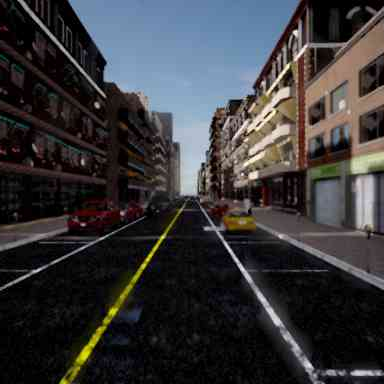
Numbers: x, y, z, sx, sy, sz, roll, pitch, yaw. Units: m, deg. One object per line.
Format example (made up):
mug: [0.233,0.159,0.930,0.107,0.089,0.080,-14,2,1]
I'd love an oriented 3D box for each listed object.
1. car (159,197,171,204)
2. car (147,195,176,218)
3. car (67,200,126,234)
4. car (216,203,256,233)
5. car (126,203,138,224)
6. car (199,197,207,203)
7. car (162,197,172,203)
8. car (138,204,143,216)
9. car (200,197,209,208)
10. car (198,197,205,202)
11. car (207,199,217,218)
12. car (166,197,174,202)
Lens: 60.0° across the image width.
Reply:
car: [-5.693,1.852,70.628,2.008,1.369,4.403,0,0,0]
car: [-3.002,1.361,32.086,2.150,2.045,5.566,0,0,0]
car: [-5.689,1.402,19.904,2.192,1.841,5.009,0,0,0]
car: [2.690,1.613,20.069,1.752,1.417,4.829,0,0,0]
car: [-5.691,1.552,25.539,1.967,1.590,4.097,0,0,0]
car: [2.688,1.913,81.897,1.947,1.339,4.313,0,0,0]
car: [-5.693,1.875,76.265,2.008,1.369,4.403,0,0,0]
car: [-5.691,1.680,31.176,1.887,1.381,4.507,0,0,0]
car: [2.689,1.781,53.716,2.008,1.369,4.403,0,0,0]
car: [2.687,1.975,93.169,1.802,1.307,4.206,0,0,0]
car: [2.689,1.680,31.172,1.887,1.381,4.507,0,0,0]
car: [-5.693,1.916,87.537,1.887,1.381,4.507,0,0,0]
